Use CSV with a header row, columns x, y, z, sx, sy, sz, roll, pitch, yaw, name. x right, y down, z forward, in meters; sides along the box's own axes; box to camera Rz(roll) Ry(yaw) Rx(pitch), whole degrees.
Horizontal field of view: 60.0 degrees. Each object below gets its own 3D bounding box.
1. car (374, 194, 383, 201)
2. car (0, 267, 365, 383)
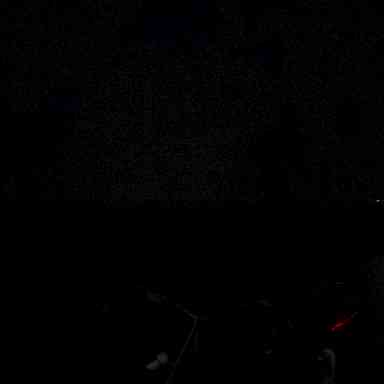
x,y,z,sx,sy,sz,roll,pitch,yaw,name
41.139,1.083,72.879,1.882,1.535,5.008,1,0,22,car
-0.266,1.605,3.367,4.718,1.301,1.895,0,0,-37,car
